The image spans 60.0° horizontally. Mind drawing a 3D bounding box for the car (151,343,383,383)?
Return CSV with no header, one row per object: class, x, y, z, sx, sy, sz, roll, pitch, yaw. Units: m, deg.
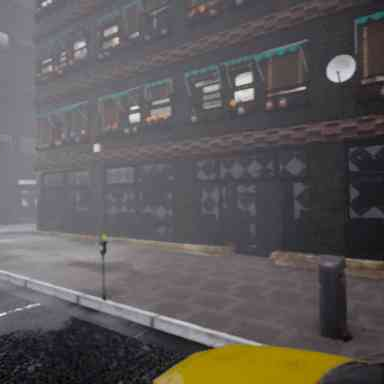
car,1.691,1.526,1.687,4.829,1.417,1.752,0,-1,36
